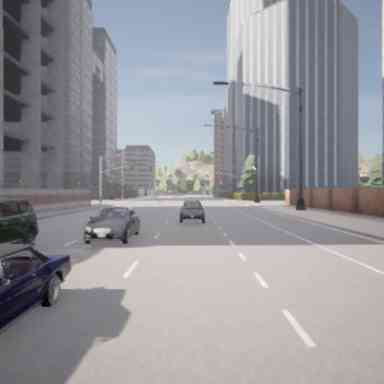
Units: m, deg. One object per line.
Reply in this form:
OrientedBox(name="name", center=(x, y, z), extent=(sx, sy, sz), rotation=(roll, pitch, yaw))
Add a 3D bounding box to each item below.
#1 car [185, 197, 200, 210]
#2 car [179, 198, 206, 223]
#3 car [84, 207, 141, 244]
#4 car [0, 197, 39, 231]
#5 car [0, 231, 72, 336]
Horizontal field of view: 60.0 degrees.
OrientedBox(name="car", center=(0.023, 1.449, 42.434), extent=(1.812, 1.442, 4.674), rotation=(0, 0, 0))
OrientedBox(name="car", center=(0.036, 1.447, 25.057), extent=(2.128, 1.511, 4.902), rotation=(0, 0, 0))
OrientedBox(name="car", center=(-3.599, 1.464, 15.734), extent=(2.128, 1.511, 4.902), rotation=(0, 0, 0))
OrientedBox(name="car", center=(-7.105, 1.204, 10.916), extent=(2.150, 2.045, 5.566), rotation=(0, 0, 0))
OrientedBox(name="car", center=(-3.604, 1.593, 5.196), extent=(1.895, 1.301, 4.718), rotation=(0, 0, 0))
